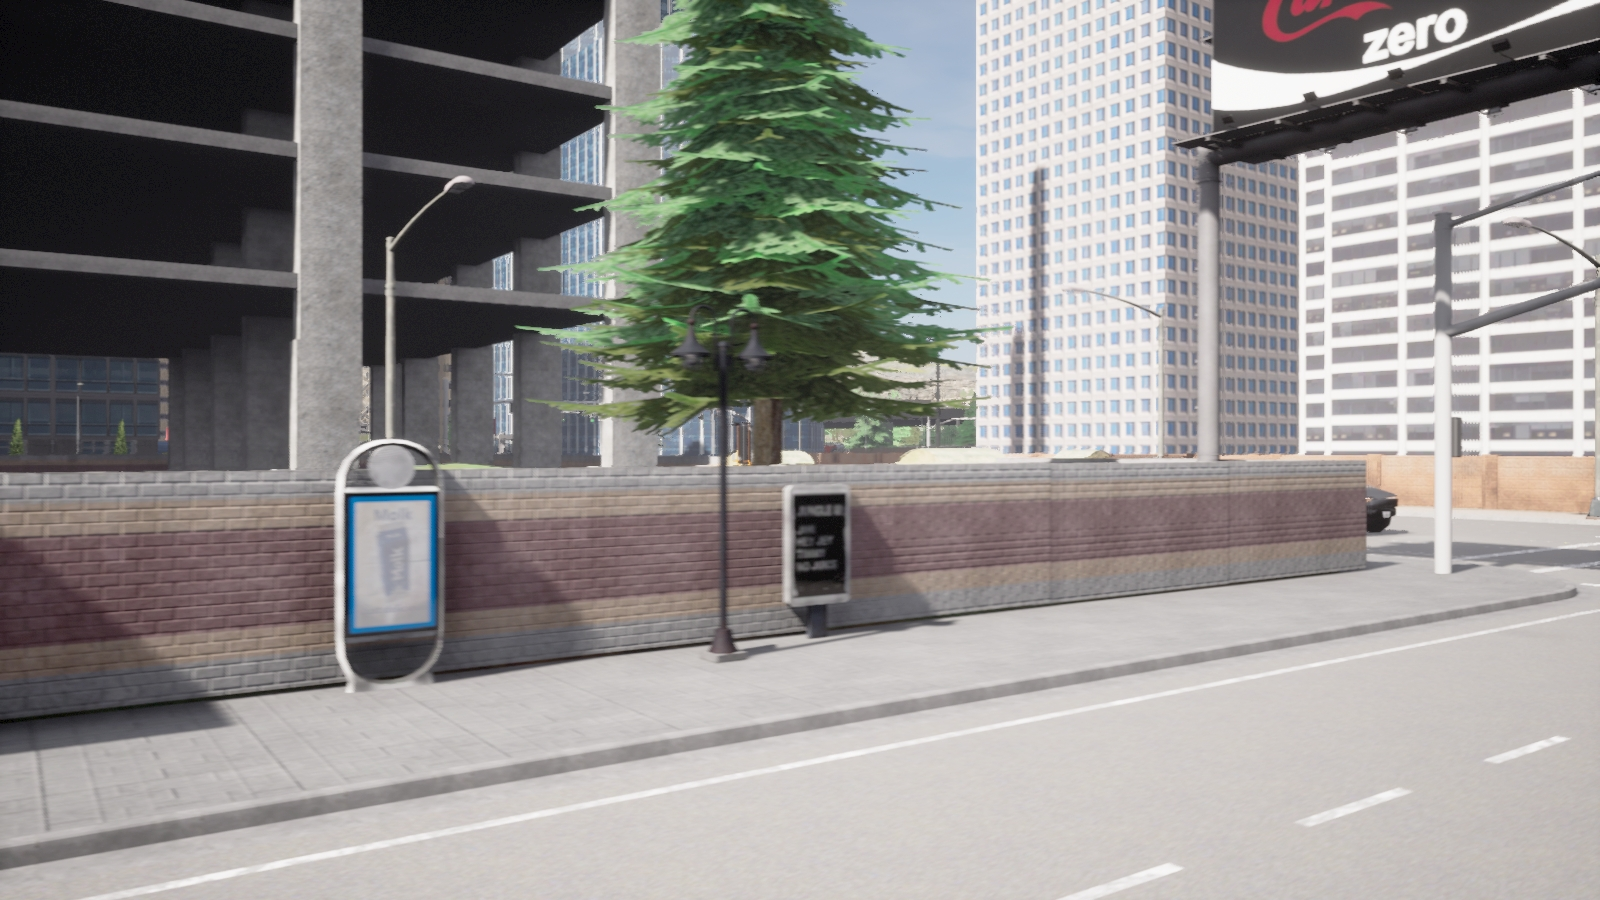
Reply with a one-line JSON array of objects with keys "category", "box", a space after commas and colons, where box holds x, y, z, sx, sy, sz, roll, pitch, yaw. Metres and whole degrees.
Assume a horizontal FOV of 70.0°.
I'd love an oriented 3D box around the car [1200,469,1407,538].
[{"category": "car", "box": [17.353, 1.754, 39.785, 2.390, 2.098, 6.274, 0, 0, -35]}]
